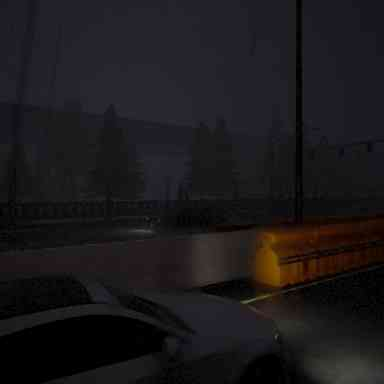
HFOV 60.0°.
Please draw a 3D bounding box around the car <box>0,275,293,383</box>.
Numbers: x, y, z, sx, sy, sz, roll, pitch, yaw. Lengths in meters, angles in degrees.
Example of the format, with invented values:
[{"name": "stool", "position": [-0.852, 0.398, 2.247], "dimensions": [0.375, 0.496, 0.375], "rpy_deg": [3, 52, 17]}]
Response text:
[{"name": "car", "position": [-1.117, 1.526, 2.952], "dimensions": [4.674, 1.442, 1.812], "rpy_deg": [0, 0, -35]}]
